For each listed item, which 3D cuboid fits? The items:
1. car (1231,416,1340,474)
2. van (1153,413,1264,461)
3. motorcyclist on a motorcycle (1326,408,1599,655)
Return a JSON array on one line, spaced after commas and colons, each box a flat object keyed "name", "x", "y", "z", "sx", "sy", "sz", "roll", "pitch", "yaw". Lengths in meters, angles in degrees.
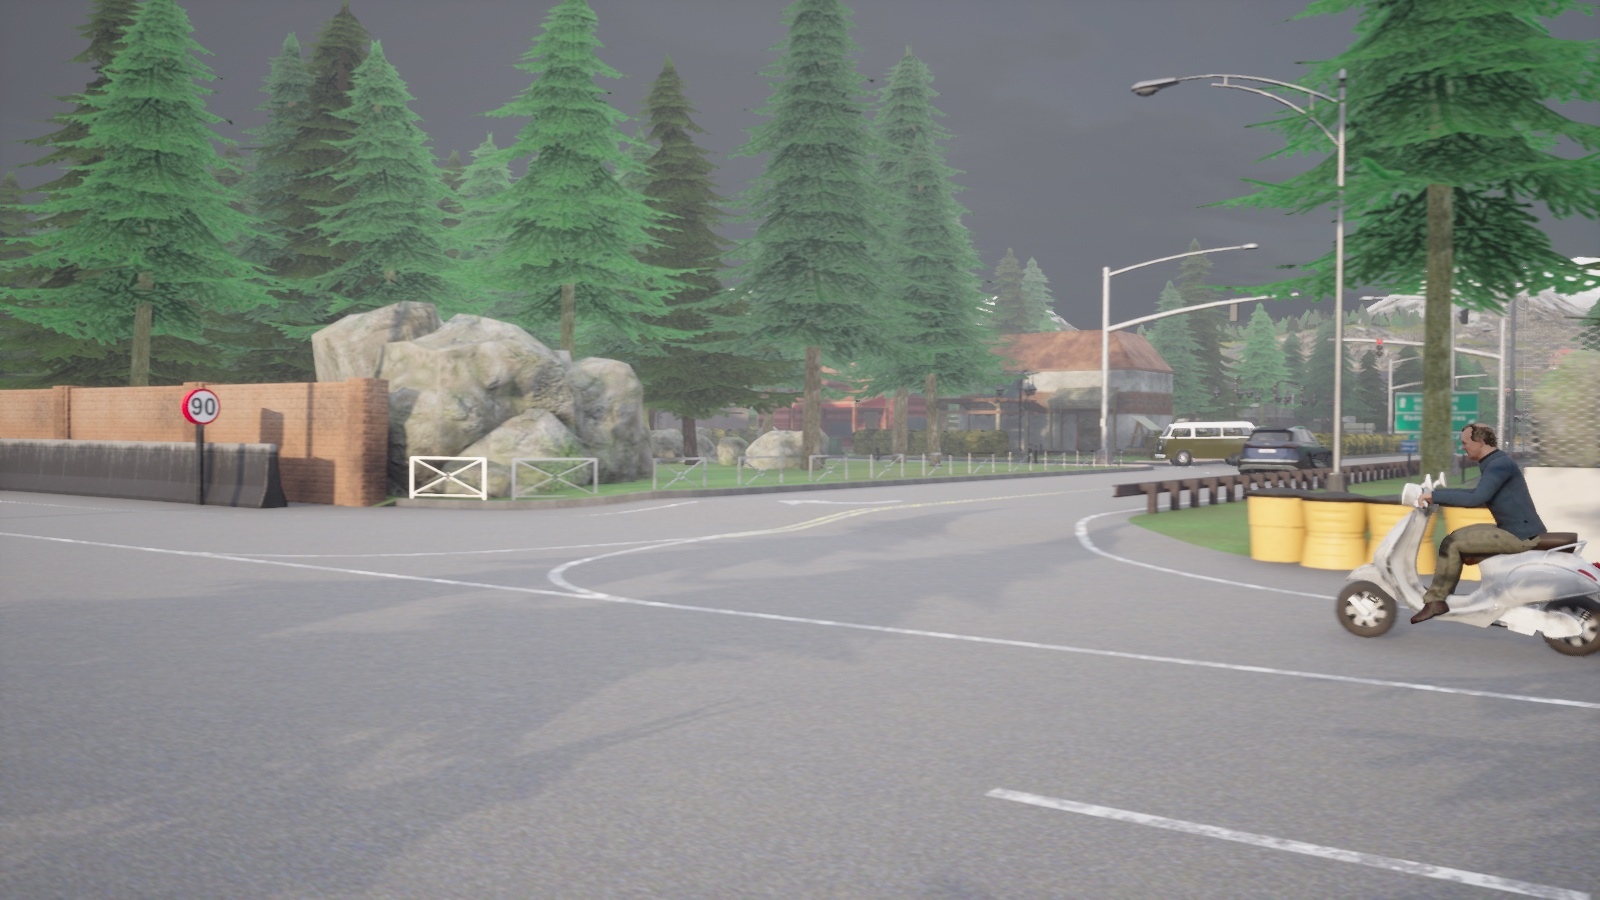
[{"name": "car", "x": 14.711, "y": -0.185, "z": 37.882, "sx": 2.033, "sy": 1.649, "sz": 4.856, "roll": 0, "pitch": 1, "yaw": 34}, {"name": "van", "x": 18.556, "y": -0.595, "z": 57.162, "sx": 4.480, "sy": 2.038, "sz": 2.069, "roll": -1, "pitch": 1, "yaw": 9}, {"name": "motorcyclist on a motorcycle", "x": 4.770, "y": 0.521, "z": 8.856, "sx": 1.817, "sy": 1.590, "sz": 0.866, "roll": 0, "pitch": 1, "yaw": 34}]
